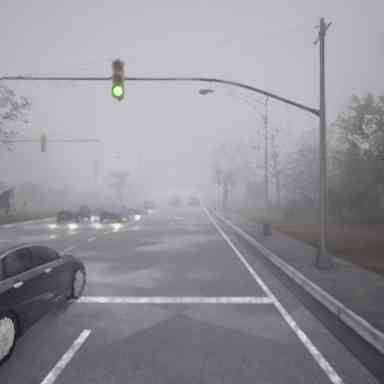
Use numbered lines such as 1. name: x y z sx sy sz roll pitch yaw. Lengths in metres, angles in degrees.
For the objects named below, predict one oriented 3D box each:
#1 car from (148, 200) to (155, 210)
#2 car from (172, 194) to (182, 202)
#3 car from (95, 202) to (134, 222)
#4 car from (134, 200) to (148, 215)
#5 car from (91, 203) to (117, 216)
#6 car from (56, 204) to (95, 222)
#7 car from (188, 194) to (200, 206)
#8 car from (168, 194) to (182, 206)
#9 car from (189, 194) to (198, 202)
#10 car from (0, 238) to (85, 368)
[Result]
1. car: -6.833 1.970 51.979 2.033 1.411 5.357 0 1 0
2. car: -3.144 1.209 70.092 1.882 1.535 5.008 0 2 0
3. car: -6.959 1.808 30.266 1.882 1.535 5.008 0 -1 1
4. car: -6.904 1.967 40.405 1.812 1.442 4.674 0 -1 0
5. car: -10.409 2.034 39.704 1.895 1.301 4.718 0 -1 0
6. car: -10.462 1.804 29.910 1.882 1.535 5.008 0 -1 0
7. car: 0.396 1.654 59.512 2.128 1.511 4.902 0 2 0
8. car: -3.104 1.493 60.037 2.097 1.767 4.553 0 2 0
9. car: 0.350 1.217 69.884 1.882 1.535 5.008 0 2 0
10. car: -3.374 1.570 5.761 1.837 1.490 4.892 0 0 0
